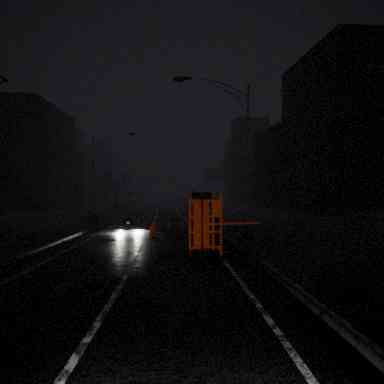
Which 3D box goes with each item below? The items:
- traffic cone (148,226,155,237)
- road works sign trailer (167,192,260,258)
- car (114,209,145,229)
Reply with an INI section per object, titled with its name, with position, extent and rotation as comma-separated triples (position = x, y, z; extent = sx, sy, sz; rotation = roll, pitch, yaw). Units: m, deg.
[traffic cone]
position = -2.243, 2.182, 18.376
extent = 0.340, 0.580, 0.340
rotation = -1, -2, -5
[road works sign trailer]
position = 0.819, 1.165, 13.261
extent = 2.880, 2.380, 3.560
rotation = 0, -1, -13
[car]
position = -4.513, 1.974, 24.642
extent = 1.994, 1.385, 4.181
rotation = 0, -2, -5
